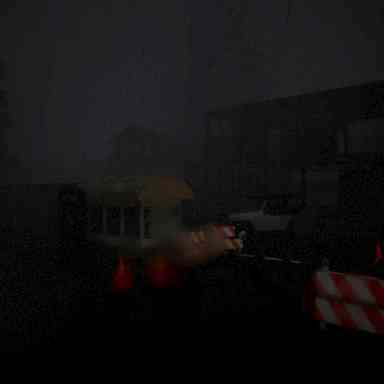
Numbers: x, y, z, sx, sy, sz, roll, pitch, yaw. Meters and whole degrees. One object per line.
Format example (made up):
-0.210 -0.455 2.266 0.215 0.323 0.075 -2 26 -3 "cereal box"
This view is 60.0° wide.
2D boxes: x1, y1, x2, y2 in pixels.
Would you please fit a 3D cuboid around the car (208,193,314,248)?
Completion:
2.698 0.986 12.682 3.866 1.878 1.905 0 0 -18 "car"
